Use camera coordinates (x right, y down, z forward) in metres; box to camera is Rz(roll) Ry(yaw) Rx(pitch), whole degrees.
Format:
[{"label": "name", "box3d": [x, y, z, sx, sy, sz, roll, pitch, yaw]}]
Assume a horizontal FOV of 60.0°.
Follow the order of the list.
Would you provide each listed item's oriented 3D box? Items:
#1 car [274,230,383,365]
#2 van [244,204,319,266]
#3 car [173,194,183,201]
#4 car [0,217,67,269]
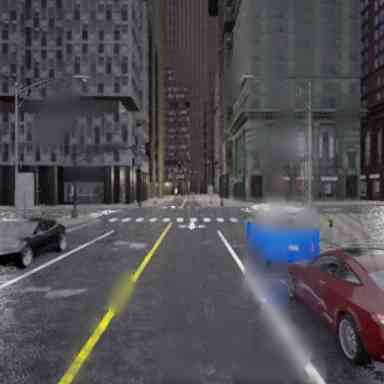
[{"label": "car", "box3d": [2.854, 1.581, 5.548, 1.802, 1.307, 4.206, 0, 0, 0]}, {"label": "van", "box3d": [2.854, 1.338, 11.197, 1.690, 1.788, 3.998, 0, 0, 0]}, {"label": "car", "box3d": [-3.213, 1.247, 77.516, 2.097, 1.767, 4.553, 0, 0, 0]}, {"label": "car", "box3d": [-5.671, 1.562, 11.197, 1.947, 1.339, 4.313, 0, 0, 0]}]
